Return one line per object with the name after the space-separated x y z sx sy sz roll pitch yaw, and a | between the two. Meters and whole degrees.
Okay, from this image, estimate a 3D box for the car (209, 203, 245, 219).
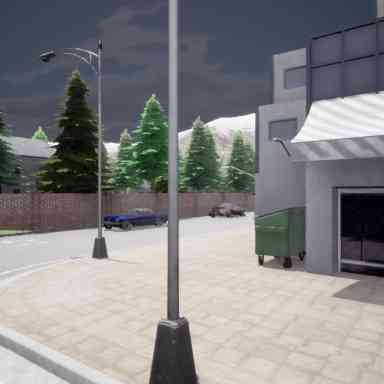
3.358 1.741 31.709 1.994 1.385 4.181 0 0 37 | car

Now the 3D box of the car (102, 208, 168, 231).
-3.772 1.777 22.091 1.895 1.301 4.718 0 0 37 | car
